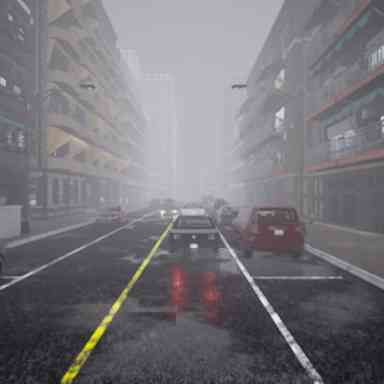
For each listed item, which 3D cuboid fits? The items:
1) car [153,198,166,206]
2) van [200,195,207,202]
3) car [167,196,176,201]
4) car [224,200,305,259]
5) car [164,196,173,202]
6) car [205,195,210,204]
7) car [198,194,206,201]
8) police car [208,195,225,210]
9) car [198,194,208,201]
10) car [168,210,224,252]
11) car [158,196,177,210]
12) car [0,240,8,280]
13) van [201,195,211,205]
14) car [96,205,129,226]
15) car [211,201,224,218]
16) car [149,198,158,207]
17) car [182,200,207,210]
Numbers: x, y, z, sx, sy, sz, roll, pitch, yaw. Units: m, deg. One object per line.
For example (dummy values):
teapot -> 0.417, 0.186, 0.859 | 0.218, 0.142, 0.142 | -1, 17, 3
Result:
car -> -5.660, 1.731, 58.191 | 1.802, 1.307, 4.206 | 0, 0, 0
van -> 2.732, 1.557, 80.919 | 1.690, 1.788, 3.998 | 0, 0, 0
car -> -5.644, 1.800, 92.285 | 2.008, 1.369, 4.403 | 0, 0, 0
car -> 2.701, 1.346, 12.731 | 2.192, 1.841, 5.009 | 0, 0, 0
car -> -5.649, 1.760, 80.920 | 1.887, 1.381, 4.507 | 0, 0, 0
car -> 3.161, 1.590, 44.331 | 1.882, 1.535, 5.008 | 0, 0, 0
car -> 2.737, 1.565, 92.284 | 2.192, 1.841, 5.009 | 0, 0, 0
police car -> 3.152, 1.519, 37.442 | 1.930, 1.638, 5.238 | 0, 0, 0
car -> 2.721, 1.465, 58.190 | 2.192, 1.841, 5.009 | 0, 0, 0
car -> 0.089, 1.635, 14.020 | 1.895, 1.301, 4.718 | 0, 0, 0
car -> -3.069, 1.591, 44.901 | 1.882, 1.535, 5.008 | 0, 0, 0
car -> -5.683, 1.583, 7.048 | 1.947, 1.339, 4.313 | 0, 0, 0
van -> 2.724, 1.507, 63.872 | 1.690, 1.788, 3.998 | 0, 0, 0
car -> -5.675, 1.641, 24.096 | 1.802, 1.307, 4.206 | 0, 0, 0
car -> 2.705, 1.610, 24.095 | 2.008, 1.369, 4.403 | 0, 0, 0
car -> -5.662, 1.678, 52.508 | 1.887, 1.381, 4.507 | 0, 0, 0
car -> 0.095, 1.673, 29.164 | 1.895, 1.301, 4.718 | 0, 0, 0
